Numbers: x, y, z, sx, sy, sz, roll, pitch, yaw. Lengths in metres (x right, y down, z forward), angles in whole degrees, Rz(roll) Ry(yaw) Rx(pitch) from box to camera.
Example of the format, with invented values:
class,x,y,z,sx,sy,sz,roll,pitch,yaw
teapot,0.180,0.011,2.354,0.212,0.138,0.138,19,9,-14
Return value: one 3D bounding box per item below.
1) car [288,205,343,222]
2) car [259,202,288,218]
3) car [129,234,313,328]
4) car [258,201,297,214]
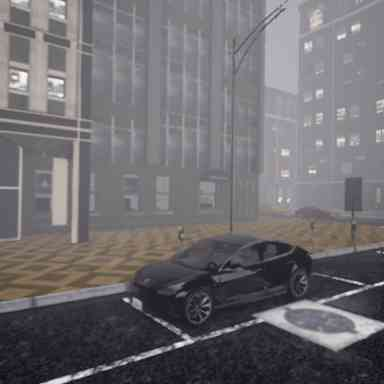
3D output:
class,x,y,z,sx,sy,sz,roll,pitch,yaw
car,10.893,1.869,28.800,1.802,1.307,4.206,1,-1,-36
car,7.693,1.801,33.264,1.752,1.417,4.829,1,-1,-36
car,0.816,1.629,7.139,4.313,1.339,1.947,1,0,-36
car,11.001,1.943,43.026,1.752,1.417,4.829,1,-1,-36
